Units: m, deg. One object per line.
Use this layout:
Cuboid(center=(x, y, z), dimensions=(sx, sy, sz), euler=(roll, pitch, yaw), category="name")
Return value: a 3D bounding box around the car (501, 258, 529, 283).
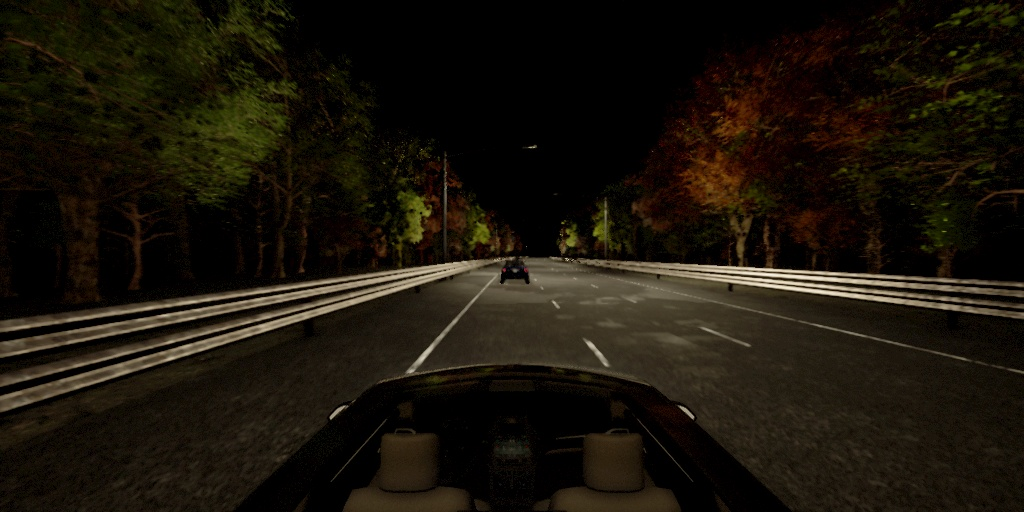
Cuboid(center=(0.241, 1.057, 27.584), dimensions=(2.097, 1.767, 4.553), euler=(0, 0, 1), category="car")
